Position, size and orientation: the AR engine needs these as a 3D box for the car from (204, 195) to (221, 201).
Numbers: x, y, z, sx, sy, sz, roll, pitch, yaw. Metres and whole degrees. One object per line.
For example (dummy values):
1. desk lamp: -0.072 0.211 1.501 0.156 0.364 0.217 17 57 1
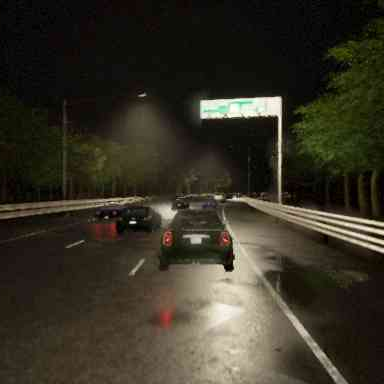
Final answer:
1. car: 2.381 1.499 44.158 2.033 1.411 5.357 0 0 6

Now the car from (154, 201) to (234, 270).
1. car: 0.178 1.342 11.127 2.097 1.767 4.553 0 0 2

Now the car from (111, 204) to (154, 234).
1. car: -2.942 1.538 19.076 1.994 1.385 4.181 0 0 3

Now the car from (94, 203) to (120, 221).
1. car: -6.112 1.556 26.625 1.895 1.301 4.718 0 0 4

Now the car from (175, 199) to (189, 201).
1. car: -1.328 1.512 41.400 1.994 1.385 4.181 0 0 6

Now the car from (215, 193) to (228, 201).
1. car: 5.761 1.139 69.447 2.150 2.045 5.566 0 0 10
